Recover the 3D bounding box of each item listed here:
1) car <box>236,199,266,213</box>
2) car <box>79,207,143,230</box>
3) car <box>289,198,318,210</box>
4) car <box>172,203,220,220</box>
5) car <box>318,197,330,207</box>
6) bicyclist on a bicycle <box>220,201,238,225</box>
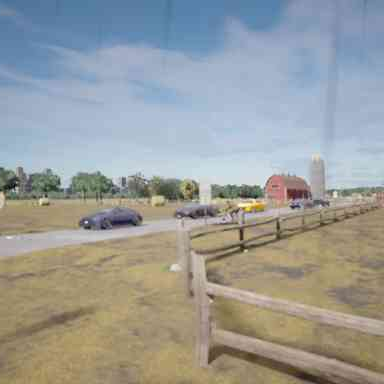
[{"bbox_3d":[6.843,1.590,38.455,1.882,1.535,5.008,-2,-1,36],"label":"car"},{"bbox_3d":[-5.196,1.647,21.645,1.994,1.385,4.181,-2,-1,36],"label":"car"},{"bbox_3d":[14.697,1.595,44.454,2.033,1.411,5.357,-2,-1,36],"label":"car"},{"bbox_3d":[0.465,1.645,29.564,2.033,1.411,5.357,-2,-1,36],"label":"car"},{"bbox_3d":[20.428,1.601,52.550,1.837,1.490,4.892,-2,-2,36],"label":"car"},{"bbox_3d":[2.581,1.407,22.243,1.656,1.620,0.582,0,0,36],"label":"bicyclist on a bicycle"}]
